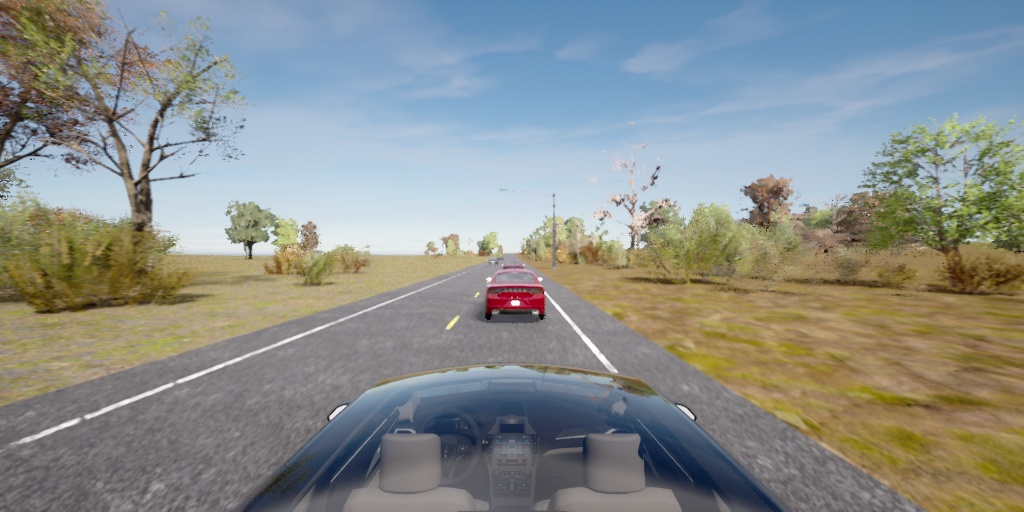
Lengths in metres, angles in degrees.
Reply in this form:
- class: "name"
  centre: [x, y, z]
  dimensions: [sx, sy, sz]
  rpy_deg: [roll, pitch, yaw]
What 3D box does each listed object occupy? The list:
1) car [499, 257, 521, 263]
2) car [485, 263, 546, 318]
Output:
- class: "car"
  centre: [0.101, 1.129, 31.146]
  dimensions: [1.882, 1.535, 5.008]
  rpy_deg: [0, 0, 0]
- class: "car"
  centre: [0.100, 1.195, 12.771]
  dimensions: [1.882, 1.535, 5.008]
  rpy_deg: [0, 0, 0]
